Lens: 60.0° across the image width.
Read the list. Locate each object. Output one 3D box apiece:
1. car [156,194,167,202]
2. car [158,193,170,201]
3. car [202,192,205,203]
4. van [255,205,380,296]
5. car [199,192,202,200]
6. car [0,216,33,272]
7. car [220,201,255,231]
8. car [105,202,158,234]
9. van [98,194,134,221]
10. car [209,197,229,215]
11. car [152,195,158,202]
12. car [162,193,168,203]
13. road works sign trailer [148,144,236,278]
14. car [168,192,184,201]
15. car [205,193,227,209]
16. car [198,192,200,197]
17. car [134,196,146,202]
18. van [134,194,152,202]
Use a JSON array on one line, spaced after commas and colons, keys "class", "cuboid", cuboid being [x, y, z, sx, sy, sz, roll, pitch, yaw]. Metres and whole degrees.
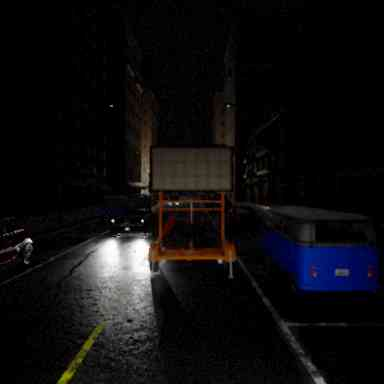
[{"class": "car", "cuboid": [-5.729, 1.116, 63.179, 1.802, 1.307, 4.206, 0, 0, 0]}, {"class": "car", "cuboid": [-5.735, 0.936, 68.679, 1.967, 1.590, 4.097, 0, 0, 0]}, {"class": "car", "cuboid": [2.812, 1.092, 46.682, 1.967, 1.590, 4.097, 0, 0, 0]}, {"class": "van", "cuboid": [2.849, 1.279, 8.173, 1.690, 1.788, 3.998, 0, 0, 0]}, {"class": "car", "cuboid": [2.801, 1.124, 57.686, 2.008, 1.369, 4.403, 0, 0, 0]}, {"class": "car", "cuboid": [-5.677, 1.377, 8.166, 1.967, 1.590, 4.097, 0, 0, 0]}, {"class": "car", "cuboid": [2.839, 1.437, 19.177, 1.802, 1.307, 4.206, 0, 0, 0]}, {"class": "car", "cuboid": [-3.117, 1.462, 18.262, 1.895, 1.301, 4.718, 0, 0, 0]}, {"class": "van", "cuboid": [-5.693, 1.154, 24.670, 1.690, 1.788, 3.998, 0, 0, 0]}, {"class": "car", "cuboid": [2.828, 1.355, 30.179, 1.802, 1.307, 4.206, 0, 0, 0]}, {"class": "car", "cuboid": [-5.708, 1.257, 41.174, 1.947, 1.339, 4.313, 0, 0, 0]}, {"class": "car", "cuboid": [-5.724, 1.139, 57.677, 1.947, 1.339, 4.313, 0, 0, 0]}, {"class": "road works sign trailer", "cuboid": [-0.009, 0.389, 9.842, 2.380, 3.560, 2.880, 0, 0, 0]}, {"class": "car", "cuboid": [-3.102, 1.104, 60.082, 2.033, 1.411, 5.357, 0, 0, 1]}, {"class": "car", "cuboid": [2.822, 1.047, 35.679, 2.192, 1.841, 5.009, 0, 0, 0]}, {"class": "car", "cuboid": [2.791, 1.062, 68.688, 1.947, 1.339, 4.313, 0, 0, 0]}, {"class": "car", "cuboid": [-5.698, 1.323, 30.171, 2.008, 1.369, 4.403, 0, 0, 0]}, {"class": "van", "cuboid": [-5.703, 1.073, 35.671, 1.690, 1.788, 3.998, 0, 0, 0]}]
